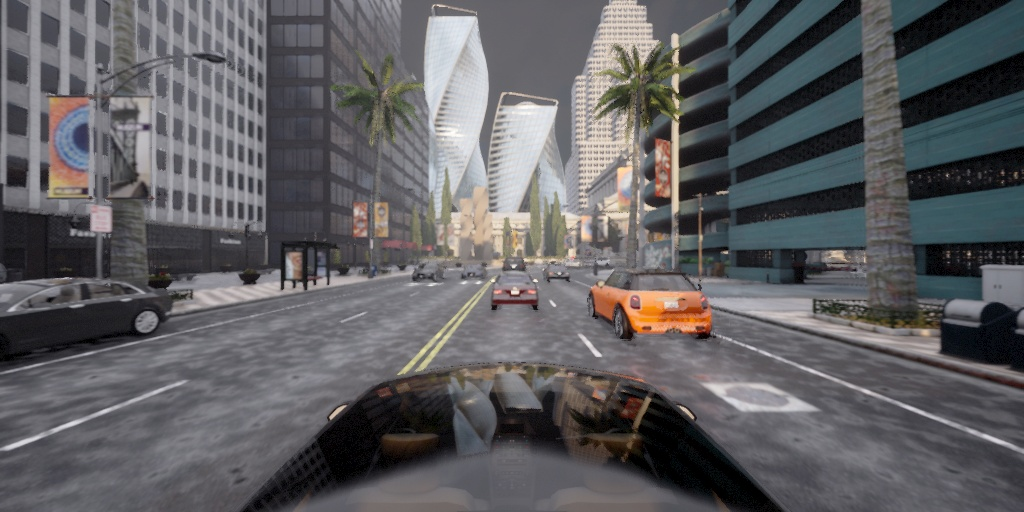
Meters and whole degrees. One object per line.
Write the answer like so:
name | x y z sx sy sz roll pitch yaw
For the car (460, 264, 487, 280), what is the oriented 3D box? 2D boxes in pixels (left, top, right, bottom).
car | -3.342 1.415 32.204 1.994 1.385 4.181 0 0 3

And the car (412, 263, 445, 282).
car | -6.926 1.349 30.101 1.837 1.490 4.892 0 0 2

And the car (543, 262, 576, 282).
car | 3.624 1.392 29.826 2.033 1.411 5.357 0 0 0

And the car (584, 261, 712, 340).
car | 3.601 1.131 10.237 2.097 1.767 4.553 0 0 0

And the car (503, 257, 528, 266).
car | 0.348 1.080 34.650 2.150 2.045 5.566 0 0 4

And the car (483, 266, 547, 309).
car | 0.102 1.342 15.139 2.033 1.411 5.357 0 0 0
